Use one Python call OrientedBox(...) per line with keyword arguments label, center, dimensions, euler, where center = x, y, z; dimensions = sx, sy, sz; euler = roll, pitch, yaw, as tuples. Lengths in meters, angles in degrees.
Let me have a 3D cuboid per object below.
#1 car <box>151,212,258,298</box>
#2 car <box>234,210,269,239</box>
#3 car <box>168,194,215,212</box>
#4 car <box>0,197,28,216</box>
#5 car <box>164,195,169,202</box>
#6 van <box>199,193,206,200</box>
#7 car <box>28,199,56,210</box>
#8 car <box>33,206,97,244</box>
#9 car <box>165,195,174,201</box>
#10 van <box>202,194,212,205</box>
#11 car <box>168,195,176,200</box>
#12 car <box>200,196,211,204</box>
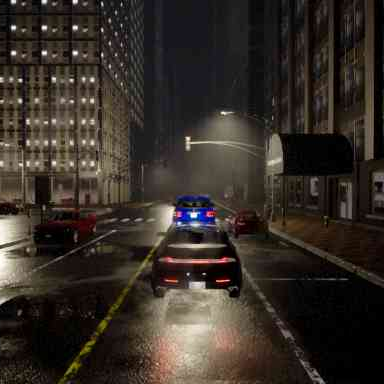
OrientedBox(label="car", center=(0.101, 1.490, 8.498), dimensions=(2.128, 1.511, 4.902), euler=(0, 0, 0))
OrientedBox(label="car", center=(2.818, 1.579, 17.098), dimensions=(1.802, 1.307, 4.206), euler=(0, 0, 0))
OrientedBox(label="car", center=(0.093, 1.218, 18.417), dimensions=(2.150, 2.045, 5.566), euler=(0, 0, 0))
OrientedBox(label="car", center=(-18.602, 1.306, 31.066), dimensions=(5.009, 1.841, 2.192), euler=(0, 0, 1))
OrientedBox(label="car", center=(-5.677, 1.521, 77.784), dimensions=(1.887, 1.381, 4.507), euler=(0, 0, 0))
OrientedBox(label="van", center=(2.705, 1.309, 89.175), dimensions=(1.690, 1.788, 3.998), euler=(0, 0, 0))
OrientedBox(label="car", center=(-18.514, 1.497, 39.448), dimensions=(4.403, 1.369, 2.008), euler=(0, 0, 1))
OrientedBox(label="car", center=(-5.822, 1.542, 15.724), dimensions=(1.887, 1.381, 4.507), euler=(0, 0, 0))
OrientedBox(label="car", center=(-5.676, 1.538, 83.481), dimensions=(1.947, 1.339, 4.313), euler=(0, 0, 0))
OrientedBox(label="van", center=(2.698, 1.326, 60.691), dimensions=(1.690, 1.788, 3.998), euler=(0, 0, 0))
OrientedBox(label="car", center=(-5.673, 1.529, 94.874), dimensions=(1.947, 1.339, 4.313), euler=(0, 0, 0))
OrientedBox(label="car", center=(2.700, 1.533, 66.388), dimensions=(2.008, 1.369, 4.403), euler=(0, 0, 0))
